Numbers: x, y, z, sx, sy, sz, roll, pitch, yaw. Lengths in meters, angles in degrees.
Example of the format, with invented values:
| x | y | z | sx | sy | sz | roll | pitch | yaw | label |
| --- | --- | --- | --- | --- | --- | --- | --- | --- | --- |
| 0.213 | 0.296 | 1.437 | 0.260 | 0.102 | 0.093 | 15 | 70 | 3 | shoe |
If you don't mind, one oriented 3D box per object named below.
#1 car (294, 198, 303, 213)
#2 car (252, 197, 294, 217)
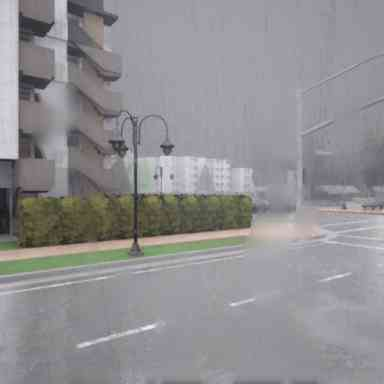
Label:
| x | y | z | sx | sy | sz | roll | pitch | yaw | label |
| --- | --- | --- | --- | --- | --- | --- | --- | --- | --- |
| 9.098 | 1.342 | 34.663 | 2.097 | 1.767 | 4.553 | 0 | 0 | -38 | car |
| 6.824 | 1.469 | 31.719 | 1.882 | 1.535 | 5.008 | 0 | 1 | -37 | car |
